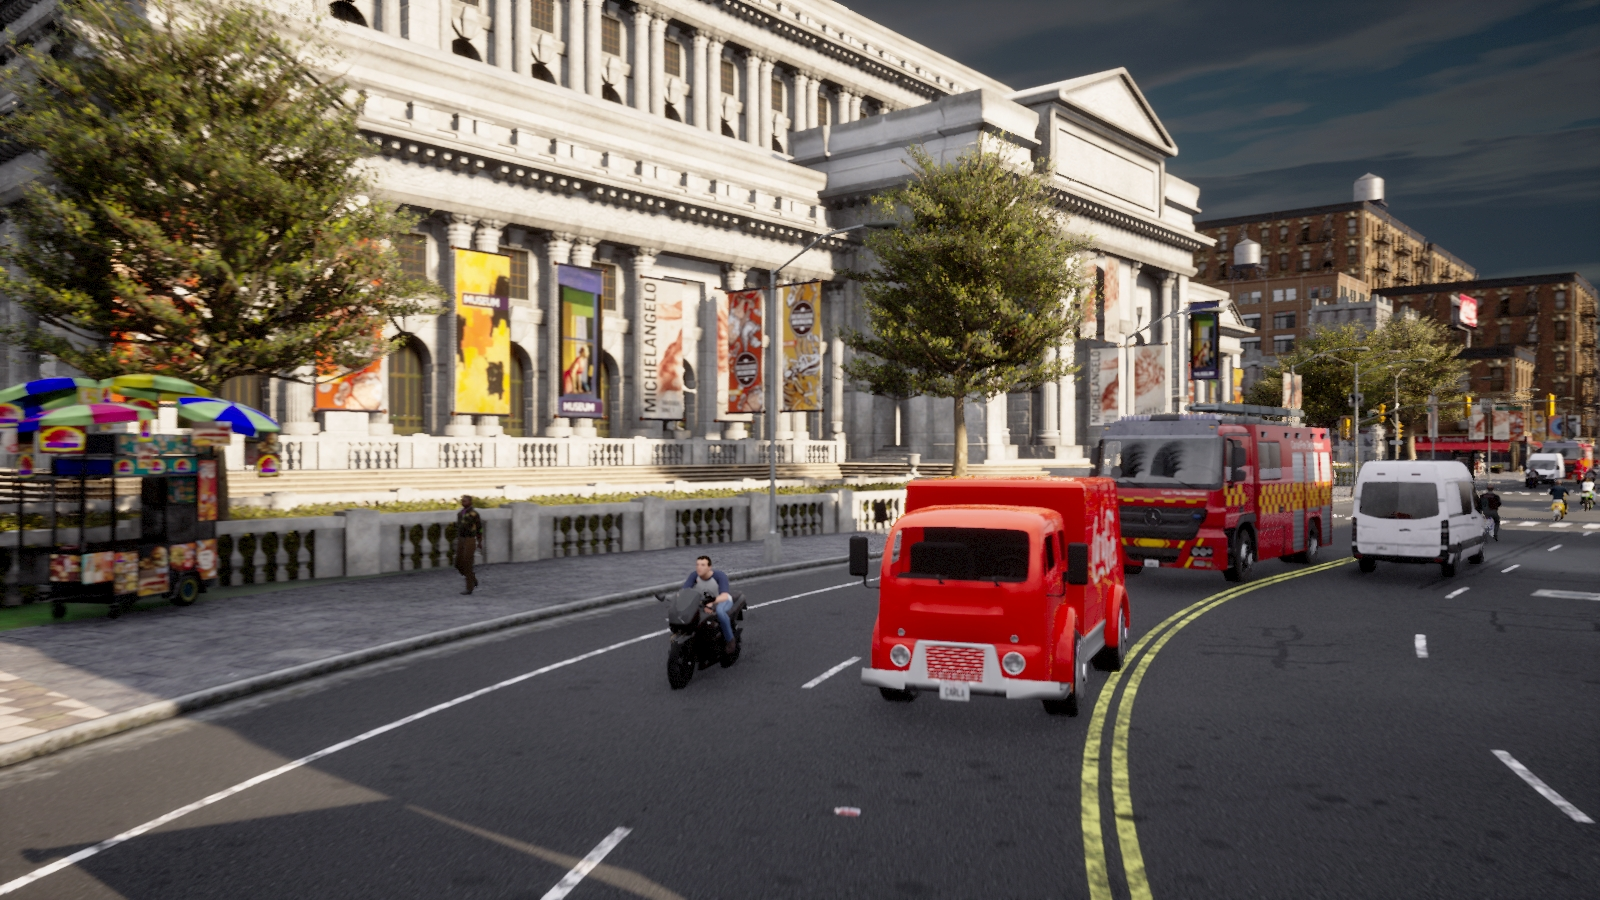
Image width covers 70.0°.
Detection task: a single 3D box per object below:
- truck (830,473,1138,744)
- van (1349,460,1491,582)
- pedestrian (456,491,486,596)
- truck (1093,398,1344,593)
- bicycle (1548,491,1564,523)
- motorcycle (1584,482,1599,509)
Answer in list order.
[{"bbox_3d":[2.483,1.569,13.778,2.627,2.467,5.204,0,0,21],"label":"truck"},{"bbox_3d":[14.934,1.540,27.325,1.988,2.561,5.915,0,0,38],"label":"van"},{"bbox_3d":[-5.997,1.695,20.809,0.375,1.860,0.375,0,0,27],"label":"pedestrian"},{"bbox_3d":[10.009,0.894,26.615,2.891,3.827,8.468,0,0,39],"label":"truck"},{"bbox_3d":[29.725,2.221,44.933,0.329,1.171,1.835,0,0,40],"label":"bicycle"},{"bbox_3d":[38.889,2.196,55.744,0.856,1.236,1.805,0,0,40],"label":"motorcycle"}]
